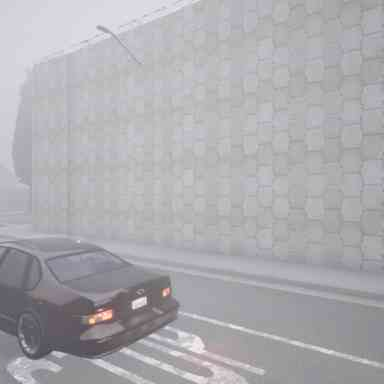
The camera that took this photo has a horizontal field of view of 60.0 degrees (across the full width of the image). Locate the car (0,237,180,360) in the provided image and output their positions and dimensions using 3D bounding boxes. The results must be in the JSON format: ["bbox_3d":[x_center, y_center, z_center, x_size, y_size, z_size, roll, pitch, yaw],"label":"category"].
[{"bbox_3d":[-2.760,1.547,5.950,5.357,1.411,2.033,0,0,35],"label":"car"}]
